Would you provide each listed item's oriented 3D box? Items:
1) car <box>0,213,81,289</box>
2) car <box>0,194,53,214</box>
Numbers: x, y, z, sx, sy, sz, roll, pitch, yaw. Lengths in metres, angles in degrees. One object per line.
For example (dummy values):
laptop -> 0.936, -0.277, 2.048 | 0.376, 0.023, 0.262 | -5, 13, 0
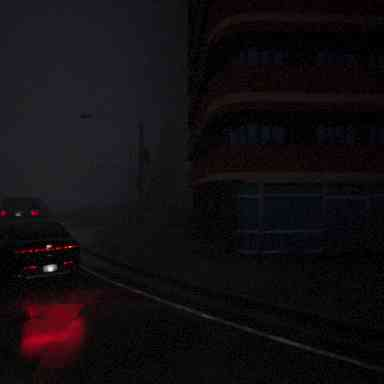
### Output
car -> -4.742, 1.545, 9.550 | 1.837, 1.490, 4.892 | 0, -1, -38
car -> -10.146, 1.313, 20.400 | 2.150, 2.045, 5.566 | 0, 0, -18
